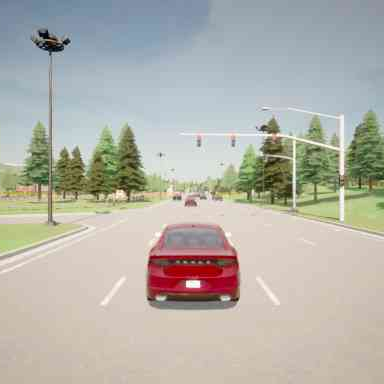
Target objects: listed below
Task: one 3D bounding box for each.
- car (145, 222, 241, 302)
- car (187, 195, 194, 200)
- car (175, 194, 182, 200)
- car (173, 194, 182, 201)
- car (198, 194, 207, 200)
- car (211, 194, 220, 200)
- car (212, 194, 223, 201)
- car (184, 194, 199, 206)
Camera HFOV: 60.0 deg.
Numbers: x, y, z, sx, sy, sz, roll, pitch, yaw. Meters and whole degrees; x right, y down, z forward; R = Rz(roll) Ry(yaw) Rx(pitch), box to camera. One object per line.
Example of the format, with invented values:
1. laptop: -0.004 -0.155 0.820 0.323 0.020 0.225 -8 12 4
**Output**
1. car: 0.031 1.478 8.365 1.882 1.535 5.008 0 0 0
2. car: -0.358 1.428 94.030 1.895 1.301 4.718 0 0 0
3. car: -3.858 1.310 93.986 1.882 1.535 5.008 0 0 0
4. car: -3.818 1.469 83.566 1.882 1.535 5.008 0 0 0
5. car: 3.140 1.524 94.426 1.812 1.442 4.674 0 0 0
6. car: 6.642 1.372 94.026 2.033 1.411 5.357 0 0 0
7. car: 6.682 1.517 83.607 2.128 1.511 4.902 0 0 0
8. car: -0.201 1.526 52.967 1.812 1.442 4.674 0 0 0
